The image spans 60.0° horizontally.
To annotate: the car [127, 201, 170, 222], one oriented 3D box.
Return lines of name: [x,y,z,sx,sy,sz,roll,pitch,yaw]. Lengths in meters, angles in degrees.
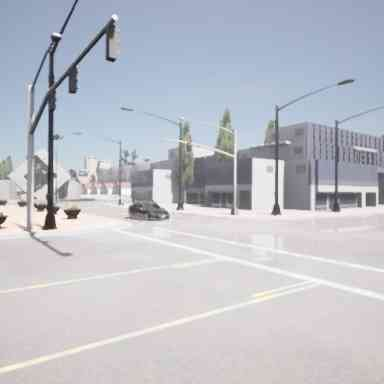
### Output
car: [-3.548,1.560,26.684,1.837,1.490,4.892,1,1,-35]
